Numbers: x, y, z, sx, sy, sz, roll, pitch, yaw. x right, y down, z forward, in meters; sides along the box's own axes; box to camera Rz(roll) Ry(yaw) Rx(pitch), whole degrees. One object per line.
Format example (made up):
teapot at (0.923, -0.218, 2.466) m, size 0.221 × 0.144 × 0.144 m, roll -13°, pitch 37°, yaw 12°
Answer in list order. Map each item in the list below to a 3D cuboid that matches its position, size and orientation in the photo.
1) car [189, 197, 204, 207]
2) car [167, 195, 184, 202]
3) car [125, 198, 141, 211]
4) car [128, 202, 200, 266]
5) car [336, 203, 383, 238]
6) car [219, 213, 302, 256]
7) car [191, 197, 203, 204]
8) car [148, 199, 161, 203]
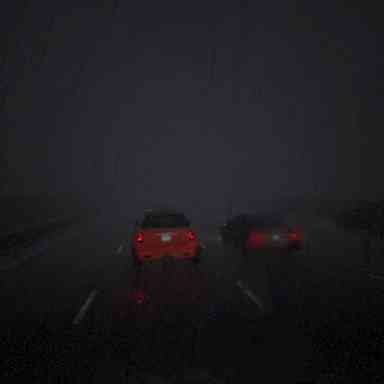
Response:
car at (0.633, 1.647, 56.870) m, size 2.097 × 1.767 × 4.553 m, roll -2°, pitch 0°, yaw -7°
car at (-2.484, 1.591, 53.549) m, size 2.150 × 2.045 × 5.566 m, roll -2°, pitch 0°, yaw -7°
car at (-9.236, 2.065, 51.222) m, size 1.837 × 1.490 × 4.892 m, roll -2°, pitch 0°, yaw -7°
car at (-1.016, 1.450, 12.243) m, size 2.097 × 1.767 × 4.553 m, roll -2°, pitch 0°, yaw -6°
car at (9.077, 1.312, 16.579) m, size 2.128 × 1.511 × 4.902 m, roll -2°, pitch 0°, yaw -7°
car at (2.438, 1.548, 13.159) m, size 2.033 × 1.411 × 5.357 m, roll -2°, pitch 0°, yaw -7°
car at (1.229, 1.932, 80.415) m, size 2.128 × 1.511 × 4.902 m, roll -2°, pitch 0°, yaw -7°
car at (-6.276, 2.000, 55.764) m, size 1.837 × 1.490 × 4.892 m, roll -2°, pitch 0°, yaw -7°
